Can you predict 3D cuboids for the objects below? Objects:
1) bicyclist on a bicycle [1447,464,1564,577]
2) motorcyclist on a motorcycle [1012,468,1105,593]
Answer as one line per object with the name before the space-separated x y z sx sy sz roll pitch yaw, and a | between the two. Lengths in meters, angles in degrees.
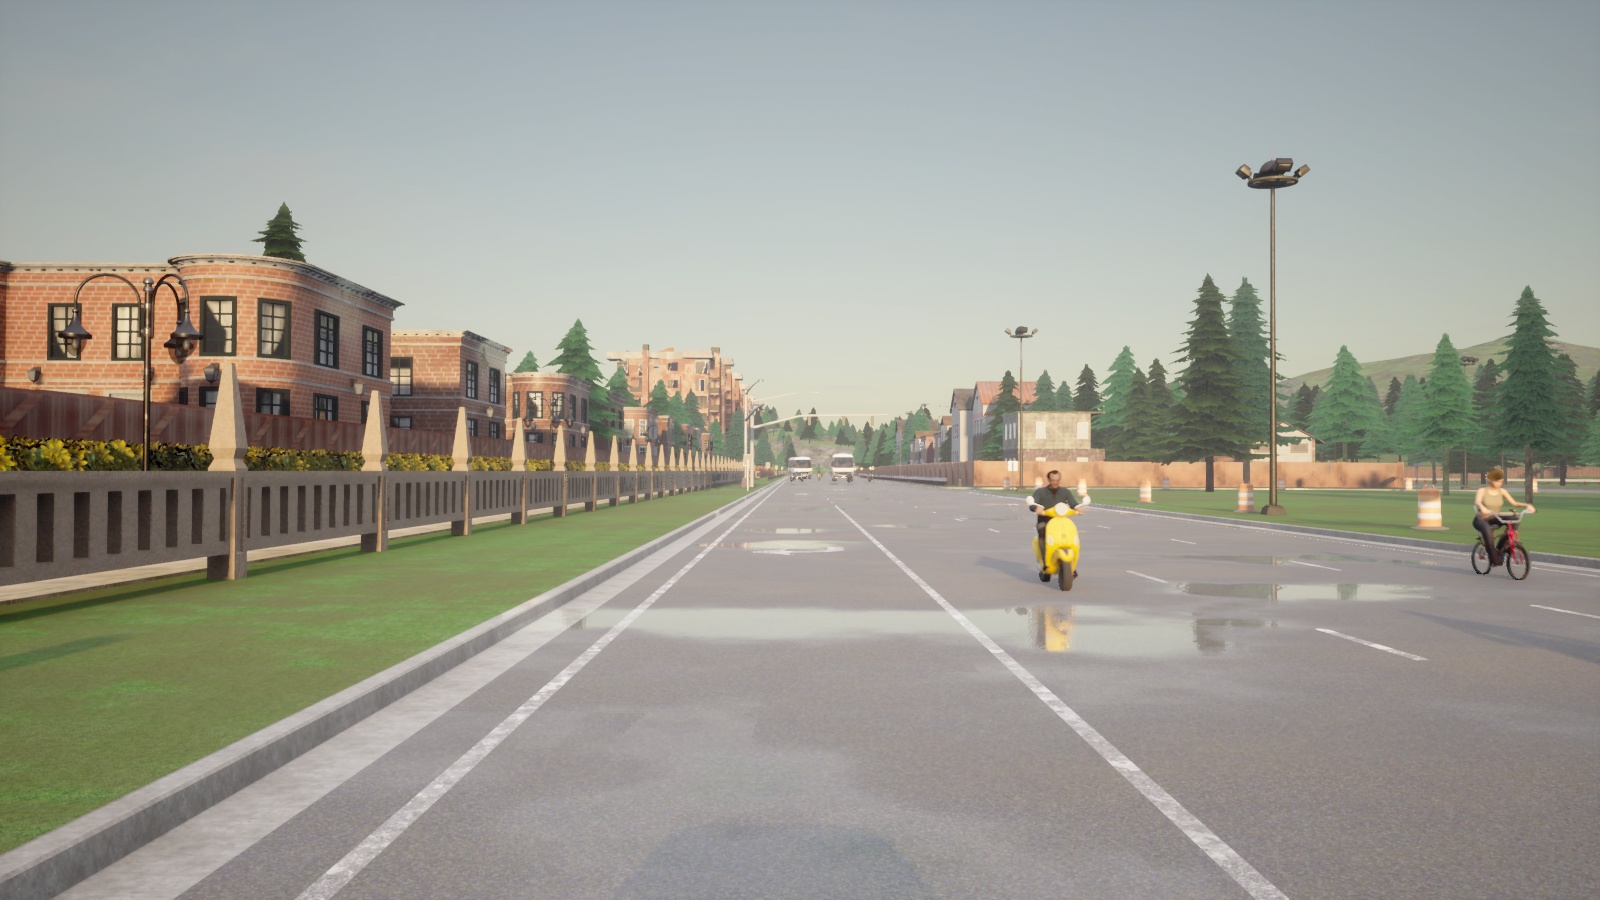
bicyclist on a bicycle | 10.452 1.022 18.671 0.866 1.612 1.509 0 -1 0
motorcyclist on a motorcycle | 3.461 1.038 16.949 0.866 1.590 1.817 0 -1 0
